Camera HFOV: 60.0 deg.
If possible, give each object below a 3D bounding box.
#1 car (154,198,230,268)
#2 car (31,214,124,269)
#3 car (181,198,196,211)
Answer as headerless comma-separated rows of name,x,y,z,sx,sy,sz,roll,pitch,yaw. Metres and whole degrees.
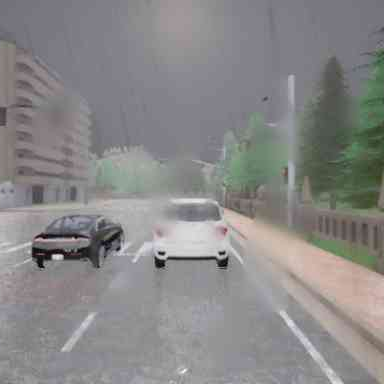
car,-0.032,1.223,11.391,2.150,2.045,5.566,0,0,-1
car,-3.565,1.495,11.190,2.128,1.511,4.902,0,0,0
car,-0.456,1.531,41.895,1.812,1.442,4.674,0,0,-1
